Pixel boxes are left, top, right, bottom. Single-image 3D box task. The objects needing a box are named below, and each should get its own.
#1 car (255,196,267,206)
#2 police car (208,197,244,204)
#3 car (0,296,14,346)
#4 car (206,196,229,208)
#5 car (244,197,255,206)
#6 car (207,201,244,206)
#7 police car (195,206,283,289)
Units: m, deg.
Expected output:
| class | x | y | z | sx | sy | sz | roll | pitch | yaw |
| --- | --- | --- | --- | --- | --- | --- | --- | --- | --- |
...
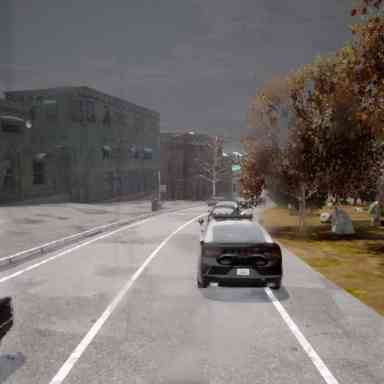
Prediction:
| class | x | y | z | sx | sy | sz | roll | pitch | yaw |
| --- | --- | --- | --- | --- | --- | --- | --- | --- | --- |
| car | 11.241 | 1.452 | 55.796 | 1.837 | 1.490 | 4.892 | 3 | 1 | 26 |
| police car | 2.670 | 1.356 | 24.940 | 1.930 | 1.638 | 5.238 | 1 | 0 | 9 |
| car | -3.294 | 1.595 | 2.141 | 1.895 | 1.301 | 4.718 | 0 | 0 | 1 |
| car | 3.493 | 1.349 | 45.179 | 1.994 | 1.385 | 4.181 | 2 | 1 | 19 |
| car | 6.742 | 1.488 | 44.537 | 1.895 | 1.301 | 4.718 | 2 | 0 | 20 |
| car | 1.839 | 1.478 | 18.997 | 1.812 | 1.442 | 4.674 | 1 | 0 | 6 |
| police car | 1.128 | 1.405 | 9.294 | 1.930 | 1.638 | 5.238 | 0 | 0 | 2 |
